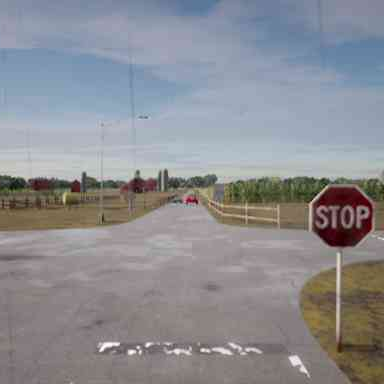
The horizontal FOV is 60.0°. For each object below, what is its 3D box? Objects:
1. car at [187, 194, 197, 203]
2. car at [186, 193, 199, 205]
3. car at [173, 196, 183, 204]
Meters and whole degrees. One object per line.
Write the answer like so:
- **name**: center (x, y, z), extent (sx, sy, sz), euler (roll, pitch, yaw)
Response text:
- **car**: center (0.035, 1.299, 70.528), extent (2.097, 1.767, 4.553), euler (0, 0, 0)
- **car**: center (0.030, 1.251, 60.168), extent (2.150, 2.045, 5.566), euler (0, 0, 0)
- **car**: center (-2.718, 1.582, 65.553), extent (2.033, 1.411, 5.357), euler (0, 0, 0)
